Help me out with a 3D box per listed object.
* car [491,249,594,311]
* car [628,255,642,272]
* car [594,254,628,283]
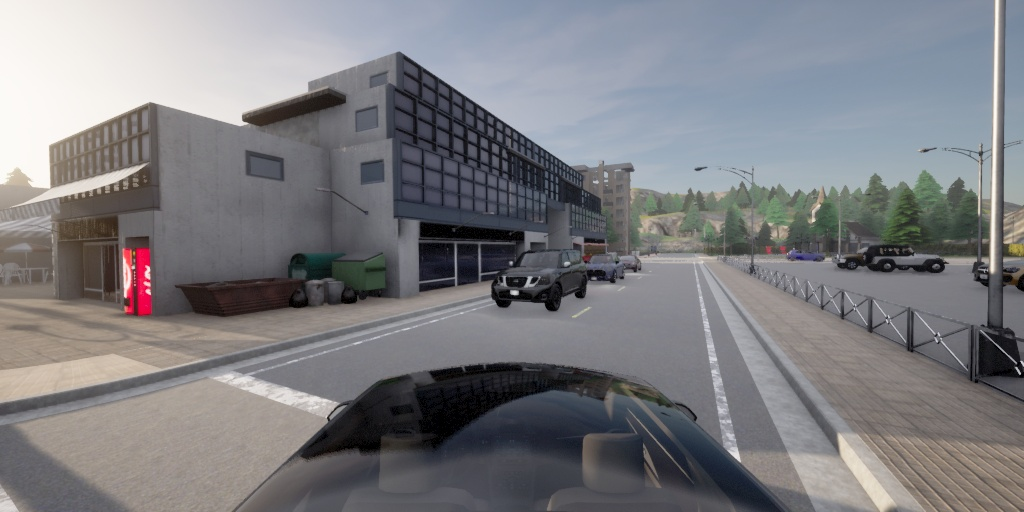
[{"bbox_3d":[1.310,0.752,13.792,2.150,2.045,5.566,0,1,27],"label":"car"},{"bbox_3d":[10.296,0.619,31.737,1.812,1.442,4.674,0,1,27],"label":"car"},{"bbox_3d":[5.712,0.668,22.589,2.097,1.767,4.553,0,1,27],"label":"car"}]
